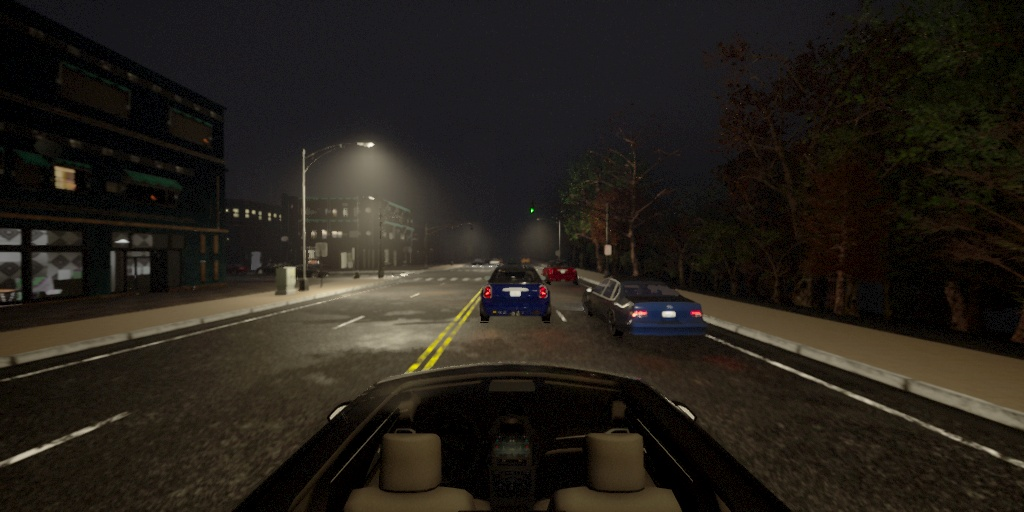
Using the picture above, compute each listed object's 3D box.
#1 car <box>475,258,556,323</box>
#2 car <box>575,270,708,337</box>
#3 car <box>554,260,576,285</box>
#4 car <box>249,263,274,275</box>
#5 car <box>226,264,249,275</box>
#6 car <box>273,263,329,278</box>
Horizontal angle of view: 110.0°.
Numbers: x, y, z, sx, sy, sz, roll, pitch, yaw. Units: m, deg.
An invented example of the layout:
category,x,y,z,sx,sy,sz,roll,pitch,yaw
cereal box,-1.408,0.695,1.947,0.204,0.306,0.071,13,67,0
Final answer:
category,x,y,z,sx,sy,sz,roll,pitch,yaw
car,0.100,1.087,12.281,2.097,1.767,4.553,0,0,0
car,3.351,1.285,10.165,2.033,1.411,5.357,0,0,0
car,3.351,1.068,25.754,2.097,1.767,4.553,0,0,0
car,-28.278,1.506,43.006,4.403,1.370,2.007,0,0,0
car,-33.814,1.601,43.013,4.207,1.307,1.802,0,0,0
car,-19.946,1.521,34.493,4.313,1.339,1.948,0,0,0
